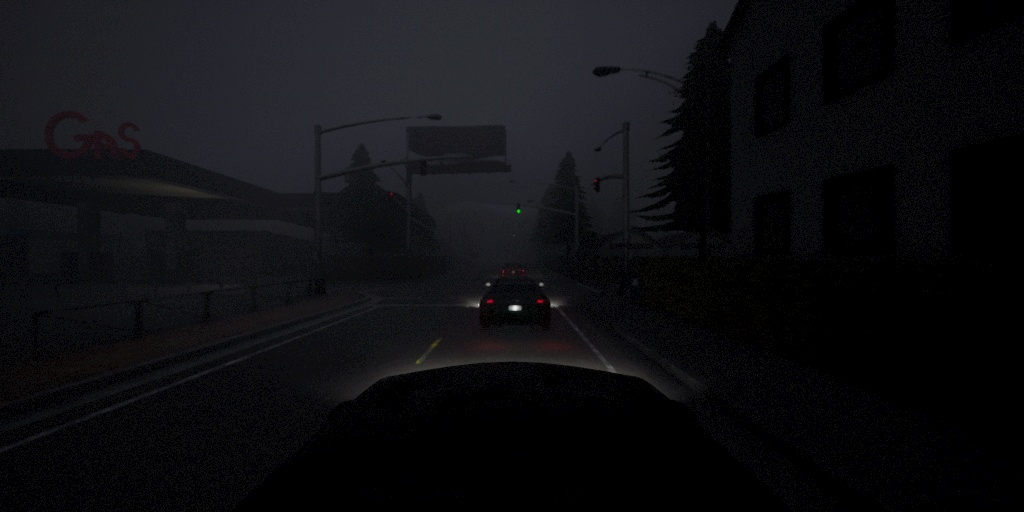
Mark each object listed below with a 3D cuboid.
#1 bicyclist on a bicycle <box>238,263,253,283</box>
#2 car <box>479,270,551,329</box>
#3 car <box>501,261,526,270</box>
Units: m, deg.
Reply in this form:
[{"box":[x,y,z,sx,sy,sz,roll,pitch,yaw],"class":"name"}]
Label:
[{"box":[-21.734,1.373,29.266,0.582,1.620,1.656,0,0,0],"class":"bicyclist on a bicycle"},{"box":[0.089,1.306,11.194,1.994,1.385,4.181,0,0,0],"class":"car"},{"box":[0.120,1.193,30.269,2.097,1.767,4.553,0,3,0],"class":"car"}]
